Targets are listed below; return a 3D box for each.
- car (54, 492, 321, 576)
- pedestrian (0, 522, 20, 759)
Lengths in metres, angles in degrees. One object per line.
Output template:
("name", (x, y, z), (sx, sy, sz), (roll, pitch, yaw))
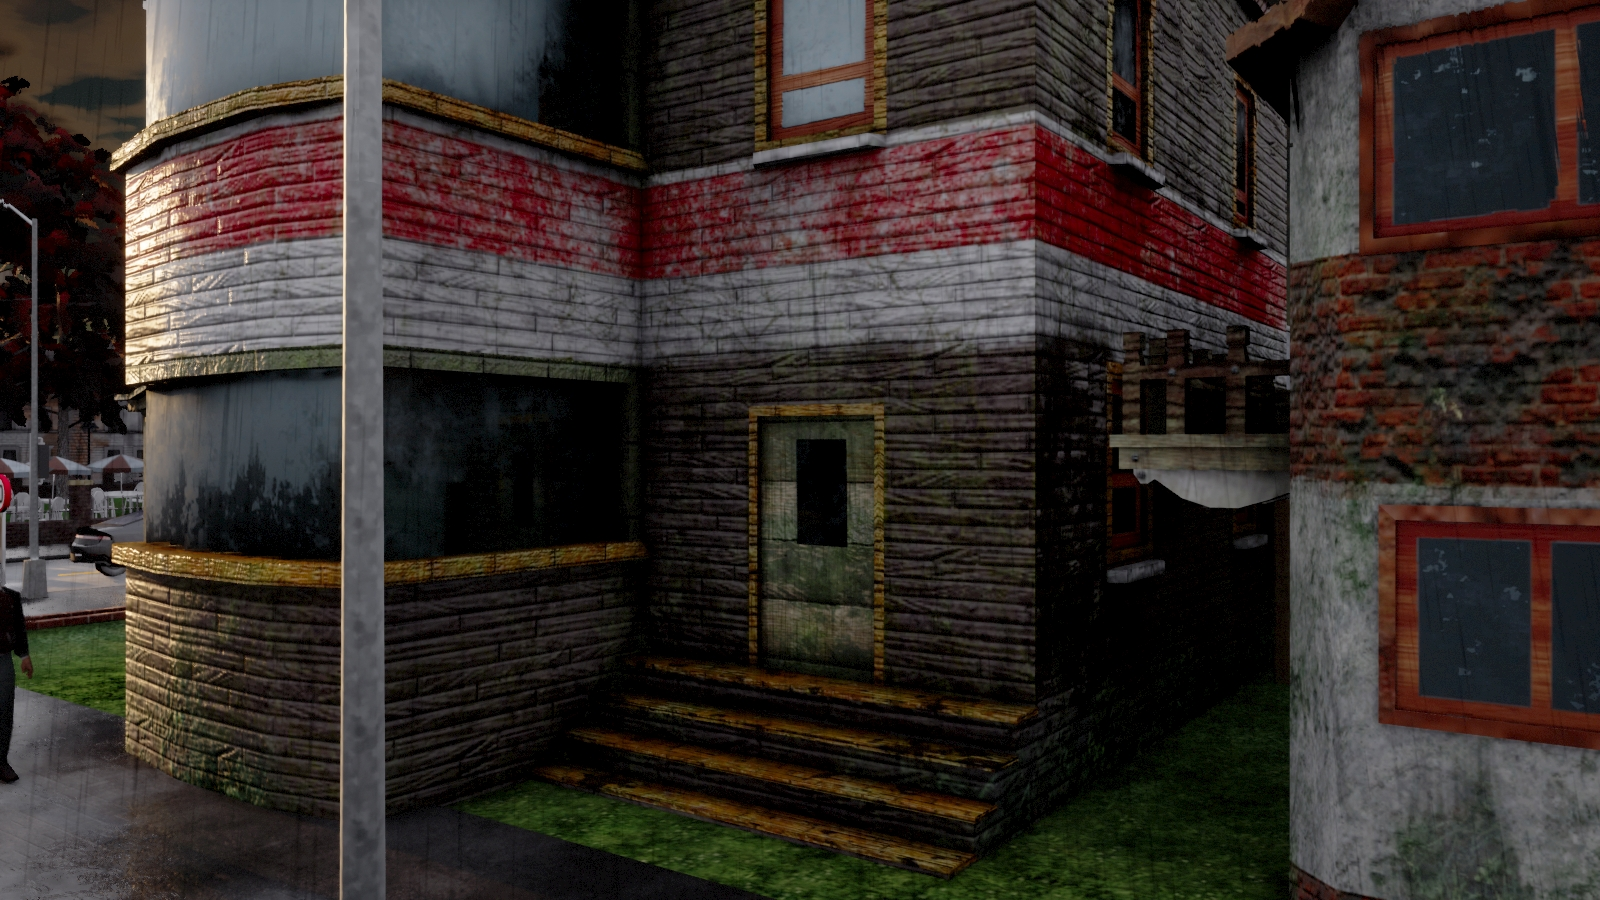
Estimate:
("car", (-13.748, 1.817, 25.958), (2.128, 1.511, 4.902), (0, 0, 34))
("pedestrian", (-6.513, 1.521, 9.157), (0.375, 1.860, 0.375), (0, 0, -43))
